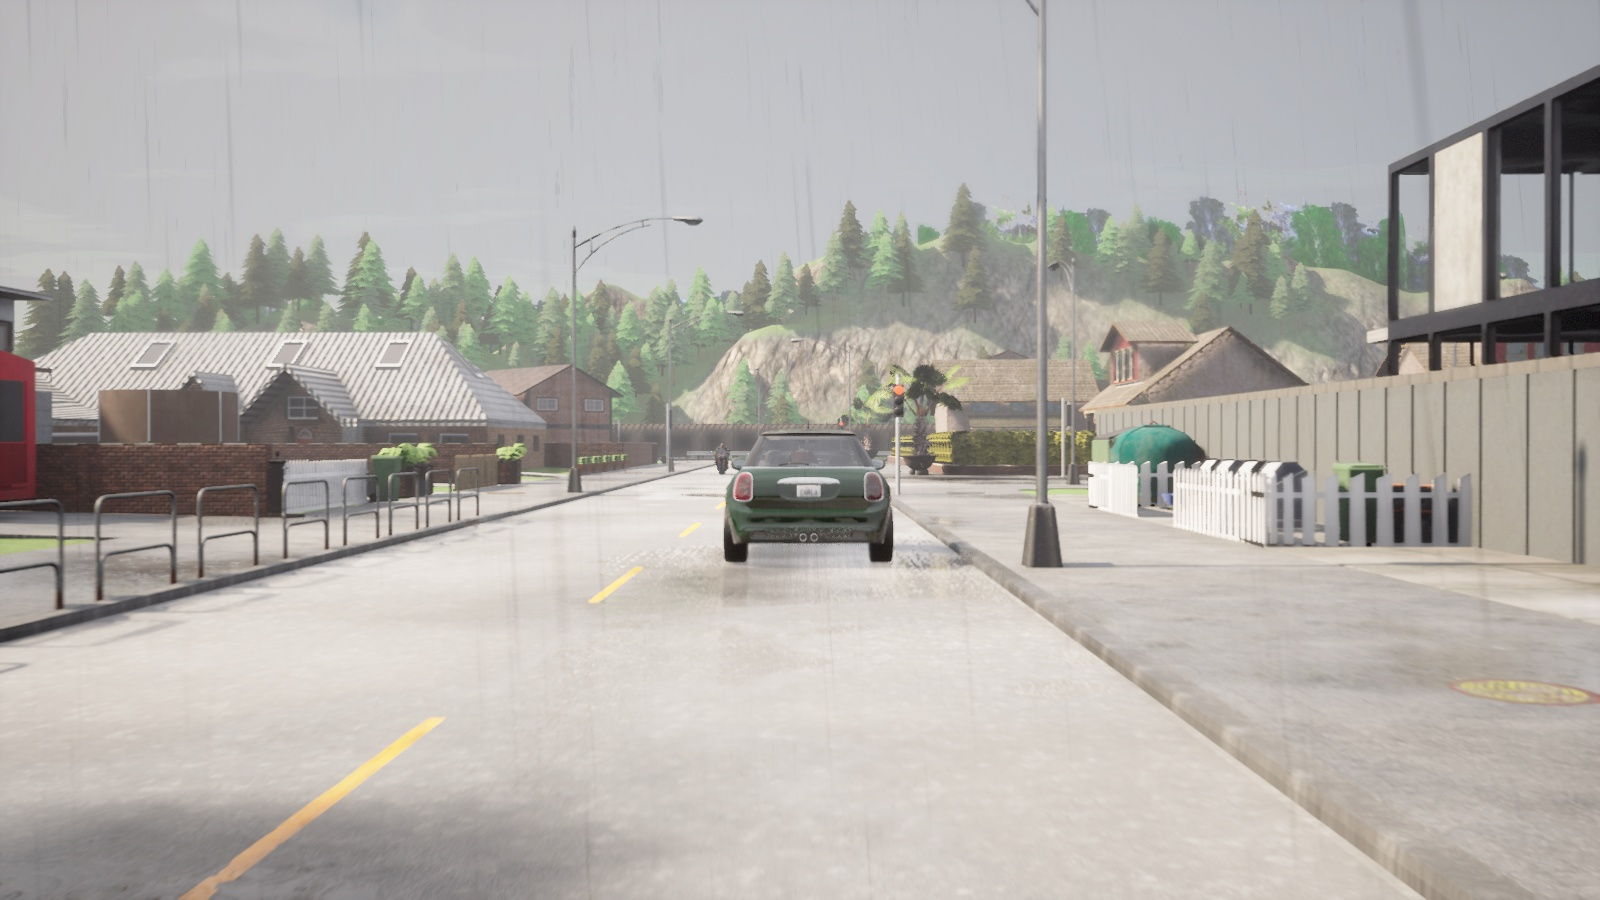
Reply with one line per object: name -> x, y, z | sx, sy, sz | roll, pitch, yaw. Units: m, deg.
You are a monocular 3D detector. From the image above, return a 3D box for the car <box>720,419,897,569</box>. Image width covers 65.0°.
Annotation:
car -> 0.112, 0.508, 17.140 | 2.097, 1.767, 4.553 | 0, 0, 0

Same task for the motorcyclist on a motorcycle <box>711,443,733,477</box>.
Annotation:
motorcyclist on a motorcycle -> -3.655, 0.447, 58.816 | 0.866, 1.530, 2.191 | 0, 0, 0
